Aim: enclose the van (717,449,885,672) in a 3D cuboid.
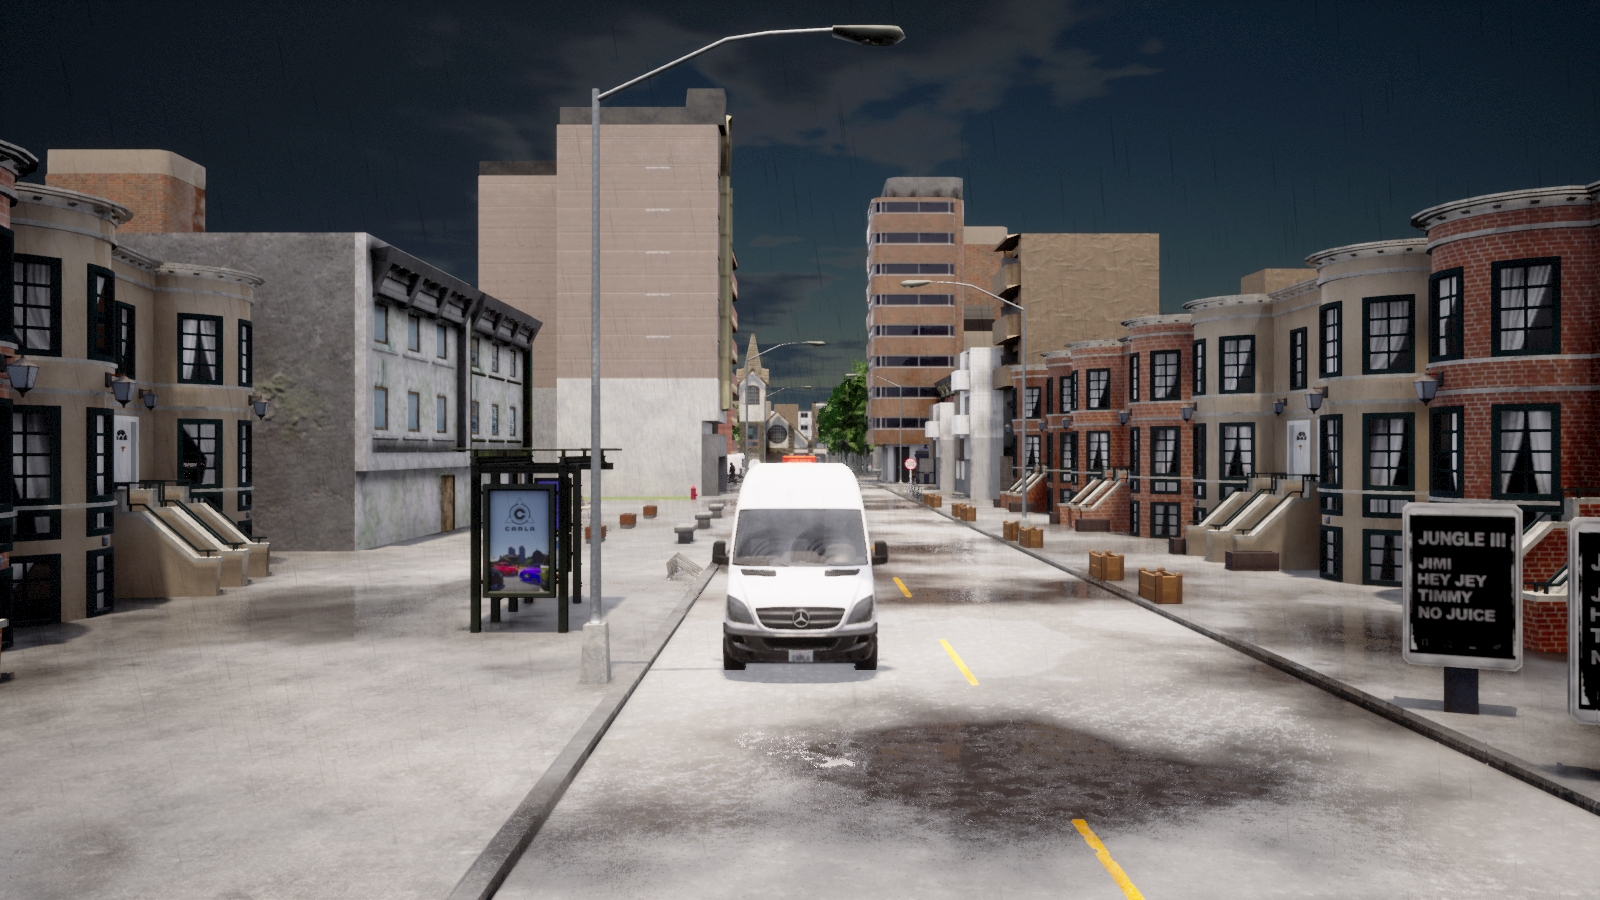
[{"bbox_3d":[0.008,1.316,16.559,1.988,2.561,5.915,0,1,0],"label":"van"}]
